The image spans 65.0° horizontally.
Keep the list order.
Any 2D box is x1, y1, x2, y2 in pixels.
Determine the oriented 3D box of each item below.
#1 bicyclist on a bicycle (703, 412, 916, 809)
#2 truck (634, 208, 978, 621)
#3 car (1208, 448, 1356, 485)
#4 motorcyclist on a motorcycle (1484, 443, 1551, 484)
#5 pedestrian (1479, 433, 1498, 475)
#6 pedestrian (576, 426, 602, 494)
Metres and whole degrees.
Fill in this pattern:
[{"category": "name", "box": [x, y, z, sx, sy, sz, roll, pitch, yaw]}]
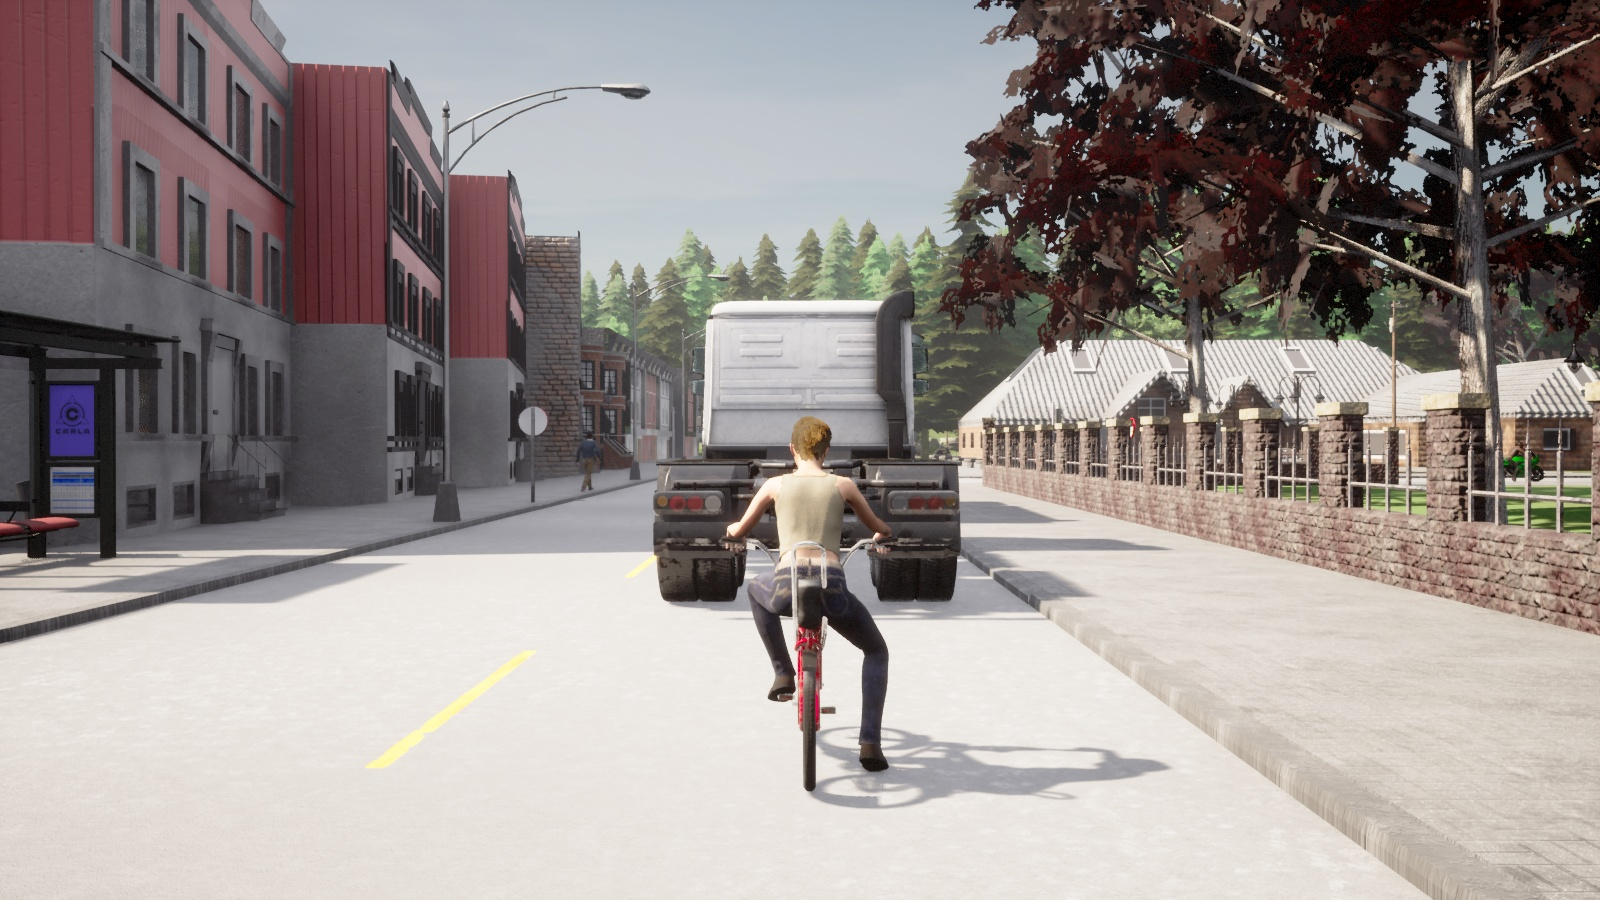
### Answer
[{"category": "bicyclist on a bicycle", "box": [0.044, 0.650, 5.856, 0.866, 1.612, 1.509, 0, 0, 0]}, {"category": "truck", "box": [0.095, -0.317, 14.519, 2.891, 3.462, 7.936, 0, 0, 1]}, {"category": "car", "box": [17.769, 0.599, 46.425, 4.718, 1.301, 1.895, 0, 0, -1]}, {"category": "motorcyclist on a motorcycle", "box": [26.488, 0.488, 46.375, 2.044, 1.523, 0.797, 0, 0, -1]}, {"category": "pedestrian", "box": [29.935, 0.172, 54.622, 0.614, 1.847, 0.353, 0, 0, 5]}, {"category": "pedestrian", "box": [-6.077, 0.287, 36.203, 0.423, 1.949, 0.788, 0, 0, 16]}]
